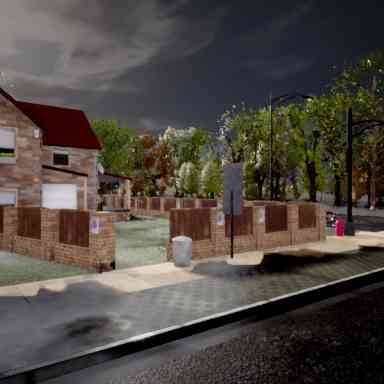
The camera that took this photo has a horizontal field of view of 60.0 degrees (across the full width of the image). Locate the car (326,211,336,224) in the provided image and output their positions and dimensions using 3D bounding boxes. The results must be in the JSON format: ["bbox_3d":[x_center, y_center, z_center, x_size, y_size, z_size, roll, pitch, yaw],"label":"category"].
[{"bbox_3d":[7.684,1.469,23.349,1.812,1.442,4.674,0,0,-36],"label":"car"}]
